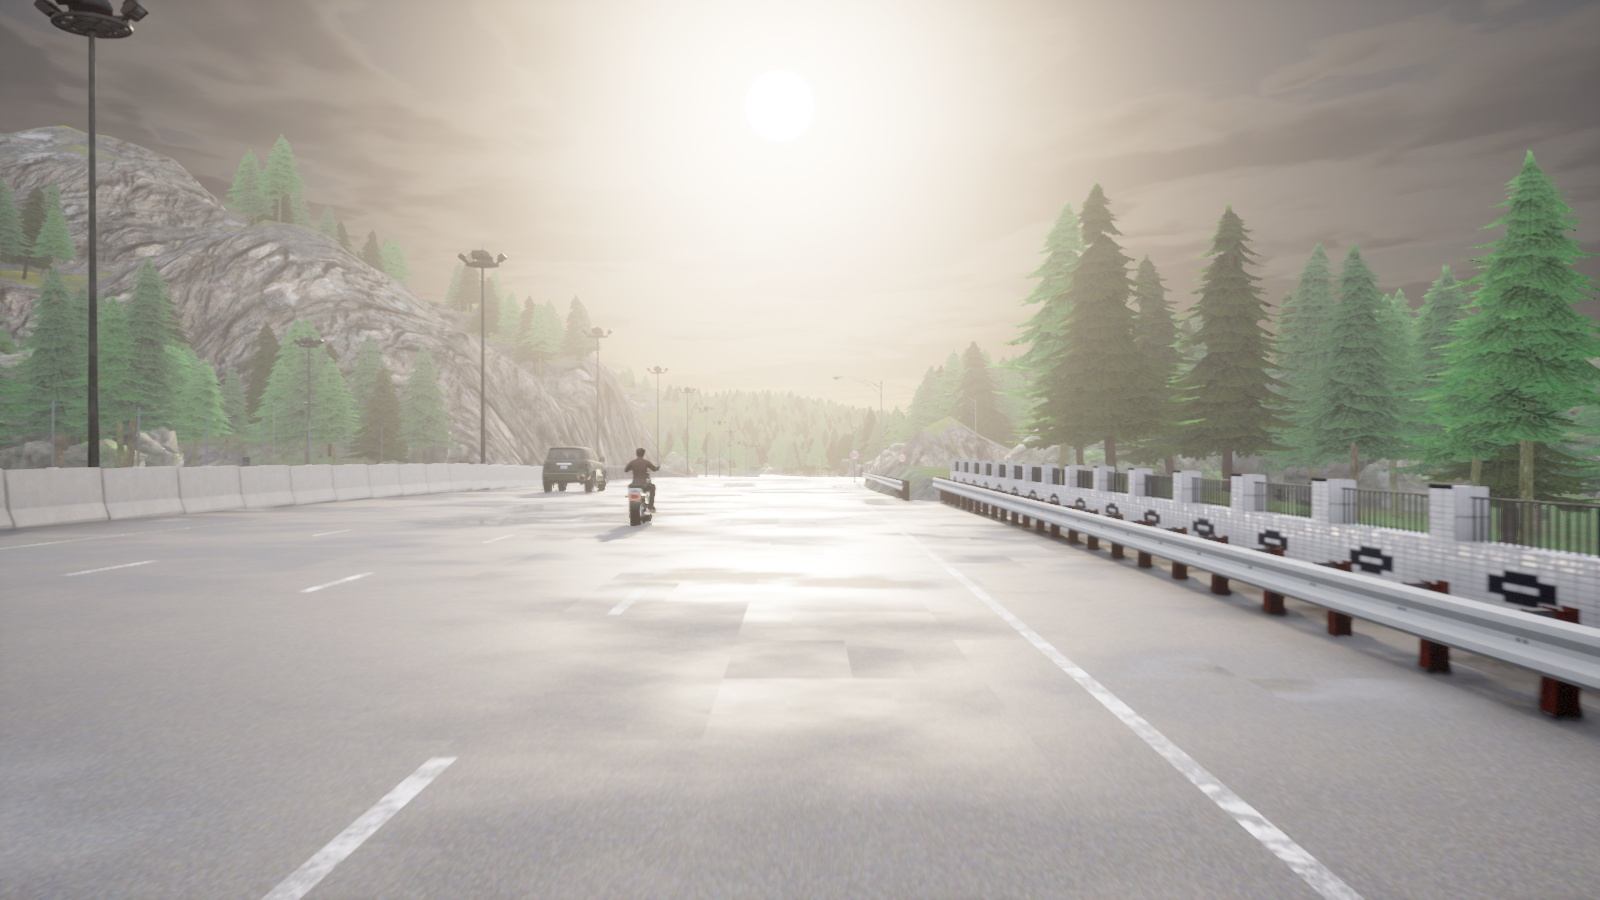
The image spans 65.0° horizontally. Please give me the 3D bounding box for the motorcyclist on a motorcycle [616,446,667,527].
[{"bbox_3d":[-3.334,0.754,26.555,0.766,1.649,2.350,0,-1,0],"label":"motorcyclist on a motorcycle"}]

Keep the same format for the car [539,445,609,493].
[{"bbox_3d":[-10.162,0.862,56.865,2.150,2.045,5.566,0,-1,0],"label":"car"}]
